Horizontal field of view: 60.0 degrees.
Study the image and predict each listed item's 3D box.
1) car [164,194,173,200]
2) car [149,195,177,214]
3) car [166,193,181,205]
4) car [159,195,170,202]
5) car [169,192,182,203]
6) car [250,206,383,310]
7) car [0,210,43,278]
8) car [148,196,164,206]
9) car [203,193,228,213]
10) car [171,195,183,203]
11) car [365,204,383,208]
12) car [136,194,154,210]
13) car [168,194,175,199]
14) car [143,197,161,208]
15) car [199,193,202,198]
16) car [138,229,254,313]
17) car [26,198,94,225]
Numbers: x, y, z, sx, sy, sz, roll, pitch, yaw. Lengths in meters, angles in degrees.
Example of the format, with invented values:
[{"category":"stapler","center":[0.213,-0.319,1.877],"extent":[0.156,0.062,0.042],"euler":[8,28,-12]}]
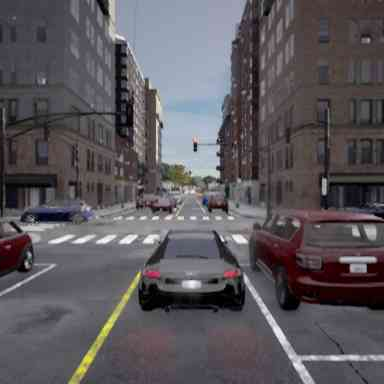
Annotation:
[{"category":"car","center":[-5.517,1.210,78.725],"extent":[2.008,1.369,4.403],"euler":[0,0,0]},{"category":"car","center":[-2.894,1.333,33.727],"extent":[1.882,1.535,5.008],"euler":[0,0,0]},{"category":"car","center":[-2.891,1.305,43.282],"extent":[2.128,1.511,4.902],"euler":[0,0,0]},{"category":"car","center":[-5.505,1.252,67.718],"extent":[1.887,1.381,4.507],"euler":[0,0,0]},{"category":"car","center":[-2.843,0.992,53.316],"extent":[2.150,2.045,5.566],"euler":[0,0,1]},{"category":"car","center":[2.628,1.282,7.652],"extent":[2.192,1.841,5.009],"euler":[0,0,0]},{"category":"car","center":[-5.397,1.407,7.640],"extent":[1.967,1.590,4.097],"euler":[0,0,0]},{"category":"car","center":[-5.488,1.330,51.207],"extent":[2.008,1.369,4.403],"euler":[0,0,0]},{"category":"car","center":[2.651,1.166,34.708],"extent":[2.192,1.841,5.009],"euler":[0,0,0]},{"category":"car","center":[-2.847,1.290,63.366],"extent":[1.994,1.385,4.181],"euler":[0,0,1]},{"category":"car","center":[12.398,1.466,22.759],"extent":[4.718,1.301,1.895],"euler":[0,0,0]},{"category":"car","center":[-5.476,1.142,40.199],"extent":[2.192,1.841,5.009],"euler":[0,0,0]},{"category":"car","center":[-5.528,1.194,89.733],"extent":[1.802,1.307,4.206],"euler":[0,0,0]},{"category":"car","center":[-5.482,1.369,45.703],"extent":[1.947,1.339,4.313],"euler":[0,0,0]},{"category":"car","center":[2.614,1.094,51.219],"extent":[2.192,1.841,5.009],"euler":[0,0,0]},{"category":"car","center":[0.014,1.531,7.676],"extent":[1.994,1.385,4.181],"euler":[0,0,1]},{"category":"car","center":[-9.189,1.275,22.781],"extent":[4.553,1.767,2.097],"euler":[0,0,0]}]
